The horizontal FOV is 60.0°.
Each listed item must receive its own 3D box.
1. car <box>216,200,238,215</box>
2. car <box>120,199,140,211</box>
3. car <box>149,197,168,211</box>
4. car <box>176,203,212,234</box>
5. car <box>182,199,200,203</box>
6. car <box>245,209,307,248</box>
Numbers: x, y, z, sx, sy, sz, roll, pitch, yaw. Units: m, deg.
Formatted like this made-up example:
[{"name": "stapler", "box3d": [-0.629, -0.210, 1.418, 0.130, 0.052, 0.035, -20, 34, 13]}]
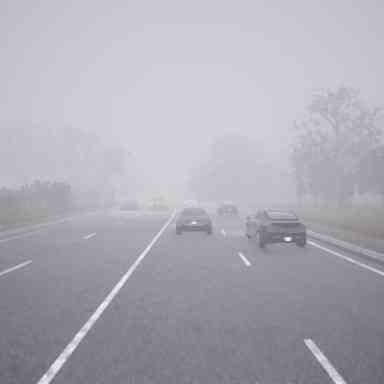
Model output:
[{"name": "car", "box3d": [3.464, 1.533, 33.631, 1.812, 1.442, 4.674, 0, 0, -1]}, {"name": "car", "box3d": [-7.495, 1.570, 40.713, 1.994, 1.385, 4.181, 0, 0, -3]}, {"name": "car", "box3d": [-3.968, 1.359, 40.200, 2.097, 1.767, 4.553, 0, 0, -3]}, {"name": "car", "box3d": [0.101, 1.568, 19.256, 1.994, 1.385, 4.181, 0, 0, 0]}, {"name": "car", "box3d": [-0.112, 1.533, 36.852, 1.812, 1.442, 4.674, 0, 0, -2]}, {"name": "car", "box3d": [3.600, 1.508, 14.885, 1.837, 1.490, 4.892, 0, 0, 0]}]
